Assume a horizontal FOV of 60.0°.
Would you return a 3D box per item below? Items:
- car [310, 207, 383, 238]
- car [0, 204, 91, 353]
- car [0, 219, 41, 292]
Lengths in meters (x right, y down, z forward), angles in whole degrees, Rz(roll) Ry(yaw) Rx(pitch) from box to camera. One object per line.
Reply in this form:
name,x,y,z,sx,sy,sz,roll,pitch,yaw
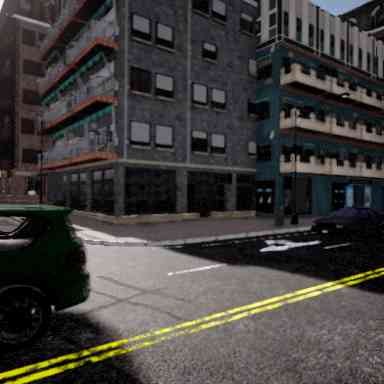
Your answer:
car,8.671,1.541,17.853,5.357,1.411,2.033,0,0,-35
car,-4.287,1.221,4.618,5.566,2.045,2.150,0,0,-36
car,-6.144,1.505,7.286,4.892,1.490,1.837,0,0,-35
